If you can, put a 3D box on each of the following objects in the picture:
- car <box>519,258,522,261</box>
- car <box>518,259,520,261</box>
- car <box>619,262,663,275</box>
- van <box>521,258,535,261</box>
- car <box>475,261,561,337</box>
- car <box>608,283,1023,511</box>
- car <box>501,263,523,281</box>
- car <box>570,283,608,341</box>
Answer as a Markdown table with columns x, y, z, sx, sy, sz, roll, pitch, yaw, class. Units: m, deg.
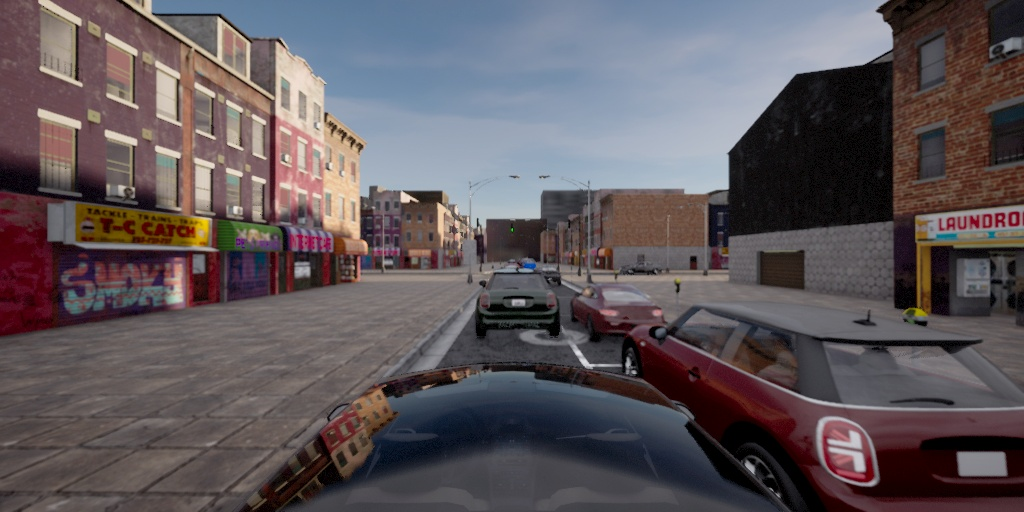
| x | y | z | sx | sy | sz | roll | pitch | yaw | class |
| --- | --- | --- | --- | --- | --- | --- | --- | --- | --- |
| 2.654 | 1.475 | 59.143 | 1.967 | 1.591 | 4.097 | 0 | 0 | 0 | car |
| 2.655 | 1.508 | 64.618 | 1.967 | 1.591 | 4.097 | 0 | 0 | 0 | car |
| 14.996 | 1.430 | 41.711 | 4.902 | 1.511 | 2.128 | 0 | 0 | 0 | car |
| 2.652 | 1.344 | 53.667 | 1.690 | 1.789 | 3.998 | 0 | 0 | 0 | van |
| 0.095 | 1.133 | 10.590 | 2.097 | 1.767 | 4.553 | 0 | 0 | -1 | car |
| 2.638 | 1.197 | 3.949 | 1.967 | 1.591 | 4.097 | 0 | 0 | 0 | car |
| -0.068 | 1.414 | 32.818 | 1.812 | 1.442 | 4.674 | 0 | 0 | -3 | car |
| 2.640 | 1.359 | 9.629 | 1.802 | 1.307 | 4.207 | 0 | 0 | 0 | car |
